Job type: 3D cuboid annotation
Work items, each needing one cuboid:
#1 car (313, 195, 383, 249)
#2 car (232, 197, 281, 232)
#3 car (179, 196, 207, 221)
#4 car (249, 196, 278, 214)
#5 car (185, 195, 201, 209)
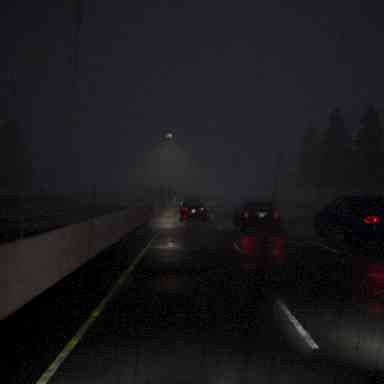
[{"bbox_3d":[7.100,1.128,14.157,2.150,2.045,5.566,0,0,0],"label":"car"},{"bbox_3d":[3.599,1.225,19.268,2.097,1.767,4.553,0,0,0],"label":"car"},{"bbox_3d":[0.099,1.338,25.210,2.163,1.488,4.792,0,0,0],"label":"car"},{"bbox_3d":[7.099,1.257,33.559,1.882,1.535,5.008,0,0,0],"label":"car"},{"bbox_3d":[0.098,1.208,41.022,1.882,1.535,5.008,0,0,0],"label":"car"}]
